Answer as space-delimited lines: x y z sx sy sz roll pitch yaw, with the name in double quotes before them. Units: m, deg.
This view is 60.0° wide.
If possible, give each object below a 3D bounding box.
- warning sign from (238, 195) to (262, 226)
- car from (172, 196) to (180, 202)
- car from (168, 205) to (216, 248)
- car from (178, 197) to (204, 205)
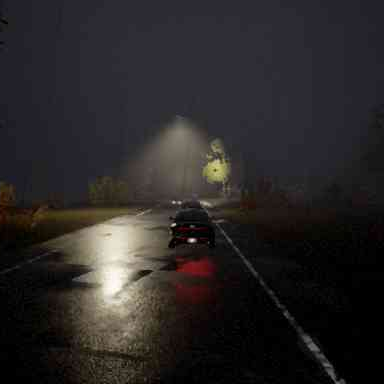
"warning sign" 3.537 1.116 20.390 1.300 1.860 1.060 -1 -1 0
"car" -3.499 1.520 76.757 1.994 1.385 4.181 0 0 0
"car" 0.001 1.519 14.625 1.837 1.490 4.892 0 0 0
"car" 0.001 1.485 29.626 1.882 1.535 5.008 0 0 0
